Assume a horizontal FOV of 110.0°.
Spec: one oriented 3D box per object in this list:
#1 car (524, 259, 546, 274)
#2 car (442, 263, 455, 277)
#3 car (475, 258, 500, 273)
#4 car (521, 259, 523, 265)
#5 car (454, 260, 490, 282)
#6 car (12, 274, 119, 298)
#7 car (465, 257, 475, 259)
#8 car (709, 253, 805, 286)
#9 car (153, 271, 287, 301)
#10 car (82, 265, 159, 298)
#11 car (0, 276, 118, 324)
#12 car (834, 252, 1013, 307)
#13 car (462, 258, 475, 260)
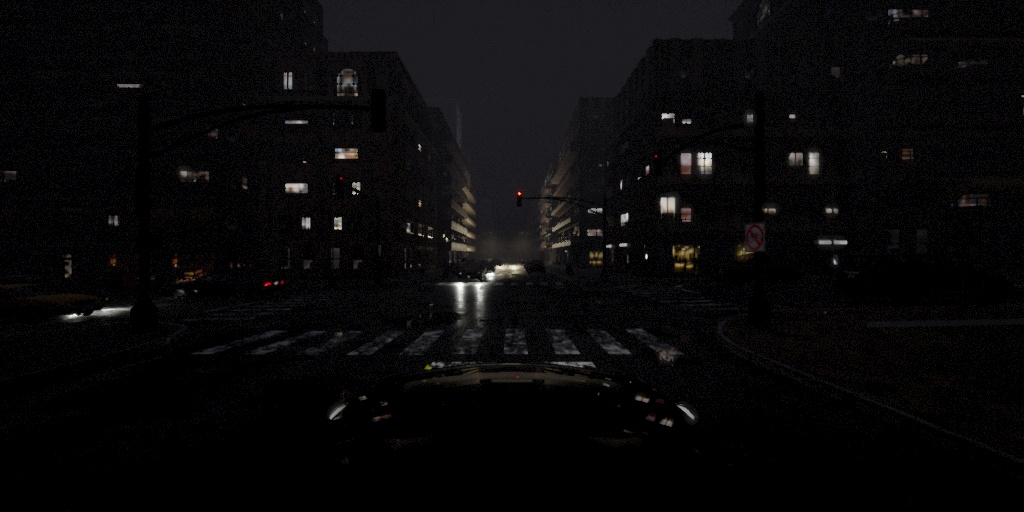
[{"bbox_3d":[2.771,1.196,40.822,1.967,1.591,4.097,0,0,0],"label":"car"},{"bbox_3d":[-5.621,1.321,35.155,1.948,1.339,4.313,0,0,0],"label":"car"},{"bbox_3d":[-3.009,1.249,44.011,2.128,1.511,4.902,0,0,0],"label":"car"},{"bbox_3d":[2.807,1.347,57.870,1.802,1.307,4.207,0,0,0],"label":"car"},{"bbox_3d":[-3.159,1.279,29.057,1.812,1.442,4.674,0,0,2],"label":"car"},{"bbox_3d":[-20.233,1.662,15.427,4.181,1.385,1.994,-1,0,0],"label":"car"},{"bbox_3d":[-5.597,1.074,46.521,2.192,1.841,5.009,0,0,0],"label":"car"},{"bbox_3d":[14.616,0.758,21.449,5.009,1.841,2.192,0,0,0],"label":"car"},{"bbox_3d":[-14.993,1.542,18.866,5.357,1.411,2.033,-1,0,-3],"label":"car"},{"bbox_3d":[-23.559,1.461,21.163,5.009,1.841,2.192,0,0,0],"label":"car"},{"bbox_3d":[-17.608,1.585,12.855,4.829,1.417,1.751,0,0,0],"label":"car"},{"bbox_3d":[14.733,0.774,13.069,5.009,1.841,2.192,0,0,0],"label":"car"},{"bbox_3d":[-5.609,1.282,40.668,1.751,1.417,4.829,0,0,0],"label":"car"}]
